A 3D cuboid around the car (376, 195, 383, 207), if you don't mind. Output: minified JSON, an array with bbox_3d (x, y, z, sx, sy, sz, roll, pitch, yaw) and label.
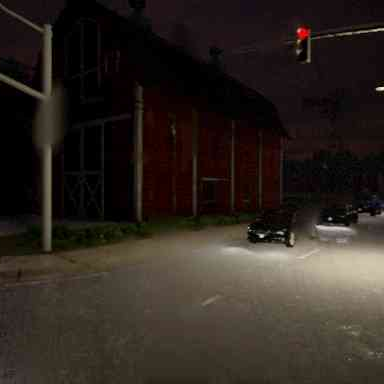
[{"bbox_3d":[25.722,1.122,44.037,1.837,1.490,4.892,0,0,37],"label":"car"}]

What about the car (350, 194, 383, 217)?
[{"bbox_3d":[16.577,1.229,31.851,2.150,2.045,5.566,0,0,37],"label":"car"}]

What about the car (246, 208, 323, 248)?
[{"bbox_3d":[4.203,1.507,15.168,1.837,1.490,4.892,0,0,37],"label":"car"}]

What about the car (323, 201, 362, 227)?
[{"bbox_3d":[10.151,1.567,23.184,1.994,1.385,4.181,0,0,37],"label":"car"}]
